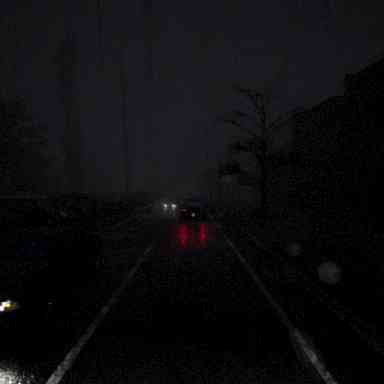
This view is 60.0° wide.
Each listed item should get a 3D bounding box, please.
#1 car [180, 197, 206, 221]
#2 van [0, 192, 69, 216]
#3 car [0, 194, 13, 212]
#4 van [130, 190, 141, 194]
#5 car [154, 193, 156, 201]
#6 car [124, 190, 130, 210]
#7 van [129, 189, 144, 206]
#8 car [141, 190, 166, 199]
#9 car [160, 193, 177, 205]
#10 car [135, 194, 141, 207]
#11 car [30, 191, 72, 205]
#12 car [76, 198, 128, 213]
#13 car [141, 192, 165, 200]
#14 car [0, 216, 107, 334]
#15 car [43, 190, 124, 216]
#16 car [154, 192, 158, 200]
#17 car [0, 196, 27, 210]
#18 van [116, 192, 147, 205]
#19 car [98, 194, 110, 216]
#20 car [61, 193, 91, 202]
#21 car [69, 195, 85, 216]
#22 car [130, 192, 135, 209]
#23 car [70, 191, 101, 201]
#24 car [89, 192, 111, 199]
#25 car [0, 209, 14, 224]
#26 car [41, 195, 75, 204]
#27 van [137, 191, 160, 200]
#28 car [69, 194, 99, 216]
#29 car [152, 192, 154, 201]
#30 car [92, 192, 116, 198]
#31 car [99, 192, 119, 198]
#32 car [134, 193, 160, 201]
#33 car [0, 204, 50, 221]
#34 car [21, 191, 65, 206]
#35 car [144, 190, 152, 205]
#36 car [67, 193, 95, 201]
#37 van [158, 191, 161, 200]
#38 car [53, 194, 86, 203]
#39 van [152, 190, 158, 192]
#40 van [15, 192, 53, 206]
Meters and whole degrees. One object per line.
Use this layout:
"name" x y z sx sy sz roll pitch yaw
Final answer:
"car" 0.094 1.374 25.350 1.812 1.442 4.674 0 0 0
"van" -8.789 1.150 16.418 4.442 1.987 1.878 0 0 0
"car" -22.046 1.143 35.567 4.553 1.767 2.185 0 0 0
"van" -9.062 1.007 41.647 4.442 1.987 1.878 0 0 0
"car" -8.964 1.180 55.668 4.674 1.452 2.002 0 0 0
"car" -8.899 1.045 30.434 5.566 2.045 2.435 0 0 0
"van" -9.066 0.991 44.451 4.442 1.987 1.878 0 0 0
"car" -8.974 0.608 78.096 5.566 2.045 2.435 0 1 0
"car" -3.329 1.208 51.685 2.033 1.411 5.357 0 1 0
"car" -8.934 1.250 38.845 4.892 1.521 2.231 0 0 0
"car" -22.013 0.917 52.222 5.566 2.045 2.435 0 0 0
"car" -8.929 1.320 33.239 4.674 1.452 2.002 0 0 0
"car" -8.812 0.894 75.296 5.366 1.575 1.946 0 1 0
"car" -3.352 1.503 7.236 2.033 1.411 5.357 0 0 0
"car" -8.895 1.061 27.631 5.566 2.045 2.435 0 0 0
"car" -9.001 1.143 58.476 4.792 1.488 2.163 0 1 0
"car" -21.991 1.282 38.345 4.792 1.488 2.163 0 0 0
"van" -9.075 0.959 50.055 4.442 1.987 1.878 0 0 0
"car" -8.887 1.202 24.829 4.553 1.767 2.185 0 0 0
"car" -22.053 1.057 63.330 5.008 1.535 2.097 0 1 0
"car" -8.941 1.234 19.222 4.553 1.767 2.185 0 0 0
"car" -8.967 1.139 36.042 4.553 1.767 2.185 0 0 0
"car" -22.038 0.733 68.879 5.566 2.045 2.435 0 1 0
"car" -22.114 0.864 79.984 4.792 1.488 2.163 0 1 0
"car" -8.867 1.437 10.813 4.792 1.488 2.163 0 0 0
"car" -22.074 1.176 54.999 4.792 1.488 2.163 0 0 0
"van" -9.106 0.747 69.687 4.442 1.987 1.878 0 1 0
"car" -8.883 1.218 22.025 4.553 1.767 2.185 0 0 0
"car" -8.969 1.163 52.865 4.892 1.521 2.231 0 0 0
"car" -21.903 0.794 82.759 5.366 1.575 1.946 0 1 0
"car" -22.069 0.751 88.311 4.792 1.488 2.163 0 1 0
"car" -8.979 1.010 66.887 5.008 1.535 2.097 0 1 0
"car" -8.896 1.391 13.617 5.008 1.535 2.097 0 0 0
"car" -22.065 0.938 49.445 5.566 2.045 2.435 0 0 0
"car" -8.926 0.950 47.255 5.566 2.045 2.435 0 0 0
"car" -22.057 1.023 66.108 4.892 1.521 2.231 0 1 0
"van" -8.863 0.822 64.077 4.442 1.987 1.878 0 1 0
"car" -22.239 1.087 60.553 5.366 1.575 1.946 0 1 0
"van" -9.092 0.854 61.275 4.442 1.987 1.878 0 1 0
"van" -22.149 0.980 46.669 4.442 1.987 1.878 0 0 0
